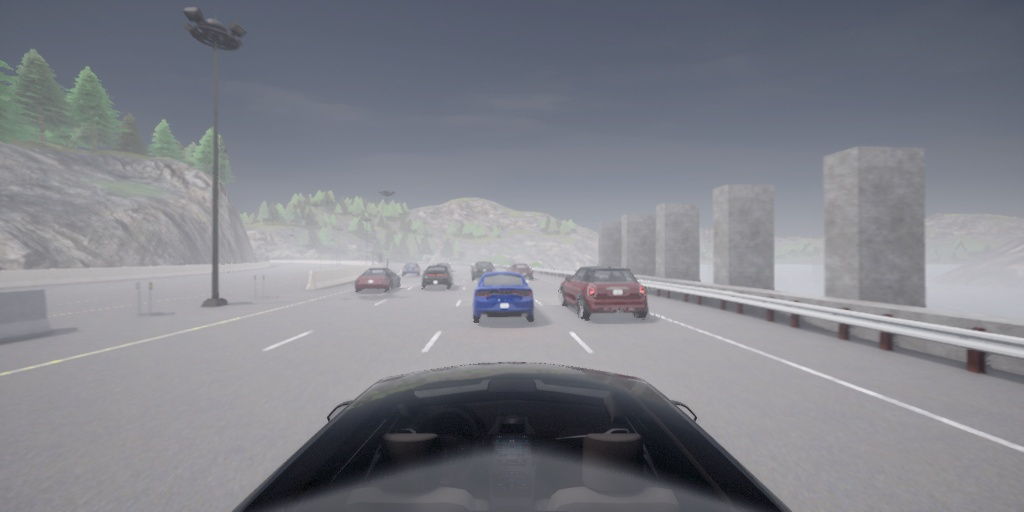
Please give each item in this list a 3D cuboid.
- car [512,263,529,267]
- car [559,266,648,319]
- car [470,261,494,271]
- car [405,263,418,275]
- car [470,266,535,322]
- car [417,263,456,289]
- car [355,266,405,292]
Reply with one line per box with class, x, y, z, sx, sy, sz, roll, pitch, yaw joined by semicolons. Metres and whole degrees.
car;0.711;1.404;33.489;1.812;1.442;4.674;0;0;-10
car;3.110;1.139;13.084;2.097;1.767;4.553;0;0;-3
car;-2.649;1.237;32.413;2.097;1.767;4.553;0;0;-9
car;-11.274;1.494;40.356;2.033;1.411;5.357;0;0;-12
car;-0.362;1.274;12.685;1.882;1.535;5.008;0;0;-4
car;-4.989;1.365;24.386;1.837;1.490;4.892;0;0;-7
car;-8.278;1.427;22.410;1.994;1.385;4.181;0;0;-7
